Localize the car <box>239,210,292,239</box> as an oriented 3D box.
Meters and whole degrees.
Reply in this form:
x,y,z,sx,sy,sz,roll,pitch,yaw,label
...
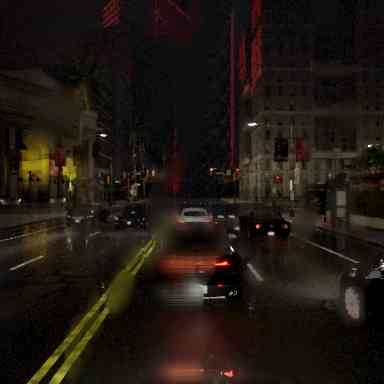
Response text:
x,y,z,sx,sy,sz,roll,pitch,yaw,label
3.626,1.601,17.391,1.895,1.301,4.718,0,0,0,car

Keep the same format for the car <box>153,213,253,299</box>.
x,y,z,sx,sy,sz,roll,pitch,yaw,label
0.122,1.505,8.398,1.837,1.490,4.892,0,0,0,car

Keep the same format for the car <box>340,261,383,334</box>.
x,y,z,sx,sy,sz,roll,pitch,yaw,label
3.630,1.507,4.155,1.837,1.490,4.892,0,1,0,car

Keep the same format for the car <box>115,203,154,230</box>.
x,y,z,sx,sy,sz,roll,pitch,yaw,label
-3.487,1.507,20.935,1.837,1.490,4.892,0,-1,0,car

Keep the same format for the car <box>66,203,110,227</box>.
x,y,z,sx,sy,sz,roll,pitch,yaw,label
-6.968,1.504,22.698,2.128,1.511,4.902,0,0,0,car

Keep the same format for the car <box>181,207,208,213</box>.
x,y,z,sx,sy,sz,roll,pitch,yaw,label
0.122,1.525,17.498,1.812,1.442,4.674,0,0,0,car
